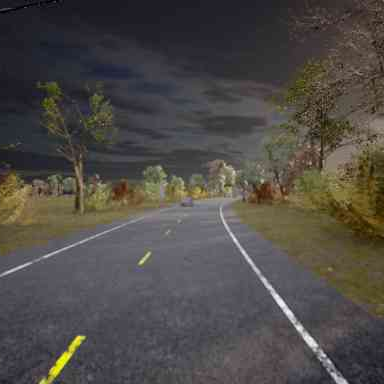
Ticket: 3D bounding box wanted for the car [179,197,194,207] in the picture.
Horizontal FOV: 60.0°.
[{"bbox_3d":[-0.784,1.526,51.445,1.837,1.490,4.892,0,0,6],"label":"car"}]
